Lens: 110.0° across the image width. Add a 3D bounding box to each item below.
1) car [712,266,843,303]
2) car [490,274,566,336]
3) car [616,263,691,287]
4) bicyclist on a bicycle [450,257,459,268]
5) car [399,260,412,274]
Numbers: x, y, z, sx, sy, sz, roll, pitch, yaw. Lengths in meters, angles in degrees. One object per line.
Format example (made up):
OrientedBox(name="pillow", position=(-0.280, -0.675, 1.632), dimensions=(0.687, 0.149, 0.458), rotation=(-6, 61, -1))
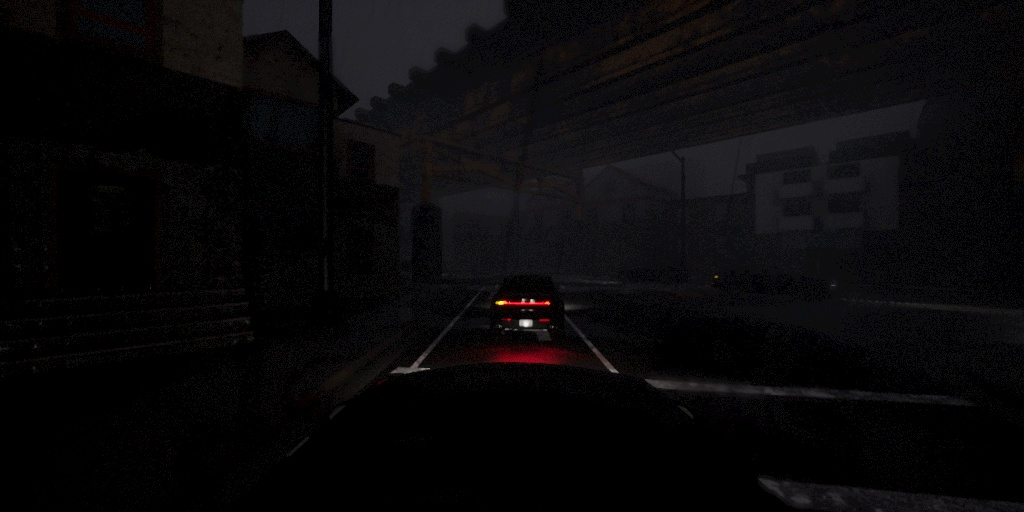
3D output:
OrientedBox(name="car", position=(12.170, 1.232, 16.805), dimensions=(4.902, 1.511, 2.128), rotation=(0, -1, 36))
OrientedBox(name="car", position=(0.497, 1.249, 10.423), dimensions=(1.837, 1.490, 4.892), rotation=(0, 0, 4))
OrientedBox(name="car", position=(9.535, 1.227, 24.468), dimensions=(2.128, 1.511, 4.902), rotation=(0, 0, -45))
OrientedBox(name="bicyclist on a bicycle", position=(-8.524, 1.021, 53.099), dimensions=(1.656, 1.620, 0.582), rotation=(0, 0, -45))
OrientedBox(name="car", position=(-11.176, 1.231, 40.171), dimensions=(1.837, 1.490, 4.892), rotation=(0, 0, -44))
